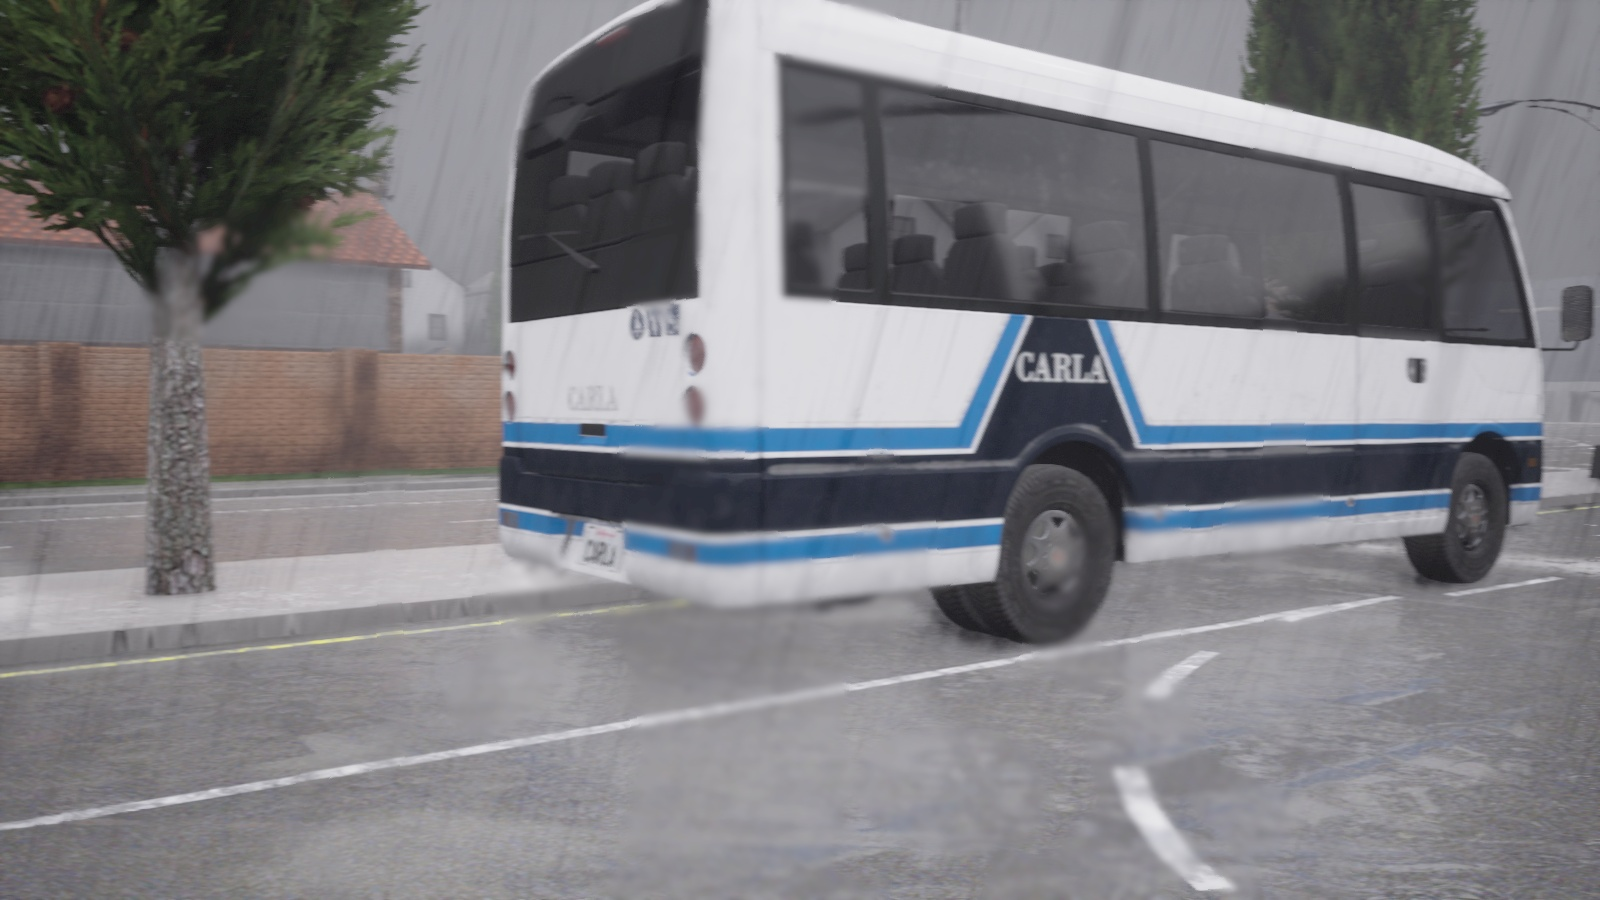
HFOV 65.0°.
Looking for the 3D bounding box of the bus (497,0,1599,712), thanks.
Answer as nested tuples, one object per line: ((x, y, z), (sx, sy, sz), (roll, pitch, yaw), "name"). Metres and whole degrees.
((2.915, -0.812, 11.395), (10.273, 4.253, 3.944), (-1, 2, -36), "bus")
